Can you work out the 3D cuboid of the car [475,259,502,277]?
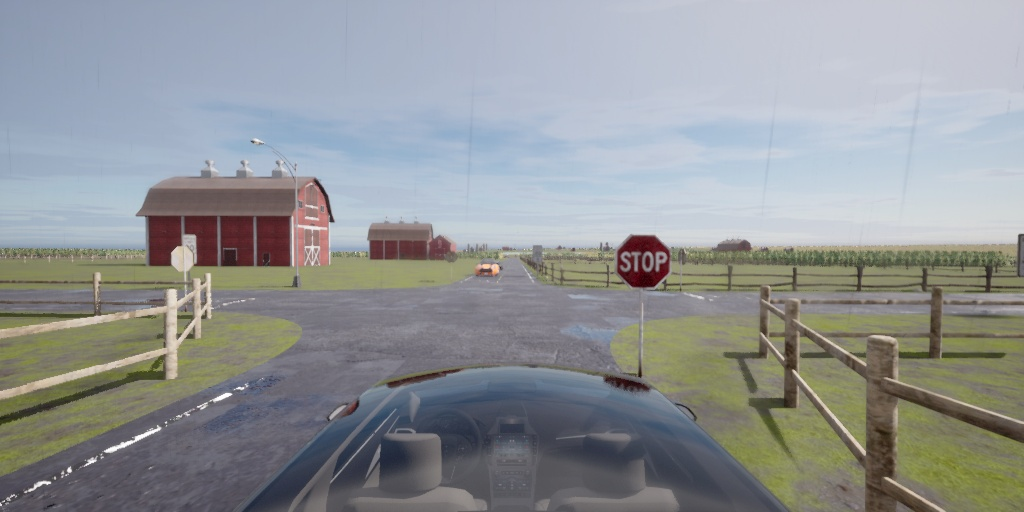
[{"bbox_3d":[-2.385,1.081,35.436,2.097,1.767,4.553,0,0,1],"label":"car"}]
